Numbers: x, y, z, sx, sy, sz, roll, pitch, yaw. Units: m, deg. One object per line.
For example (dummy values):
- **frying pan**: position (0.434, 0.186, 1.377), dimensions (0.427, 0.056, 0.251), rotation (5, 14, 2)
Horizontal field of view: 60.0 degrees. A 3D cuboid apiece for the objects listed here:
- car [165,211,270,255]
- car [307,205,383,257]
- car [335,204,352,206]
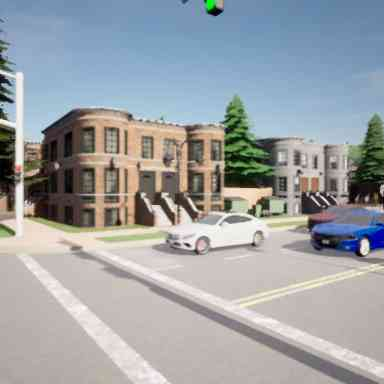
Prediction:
- **car**: position (1.148, 1.520, 13.411), dimensions (4.674, 1.442, 1.812), rotation (0, 0, -36)
- **car**: position (6.708, 1.469, 13.080), dimensions (5.008, 1.535, 1.882), rotation (0, 0, -35)
- **car**: position (8.520, 1.466, 18.665), dimensions (5.008, 1.535, 1.882), rotation (0, 0, -35)
